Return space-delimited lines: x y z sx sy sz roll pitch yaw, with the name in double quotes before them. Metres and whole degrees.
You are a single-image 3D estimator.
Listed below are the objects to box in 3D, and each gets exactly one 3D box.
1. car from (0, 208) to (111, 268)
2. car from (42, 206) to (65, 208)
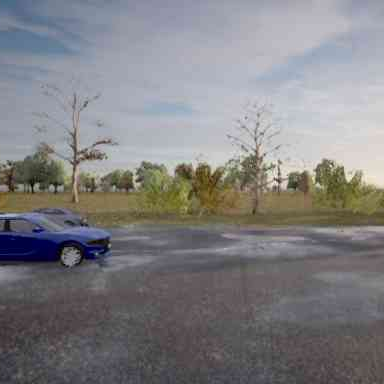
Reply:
"car" -5.108 1.416 10.455 5.008 1.535 1.882 0 0 -1
"car" -7.582 1.443 17.419 4.181 1.385 1.994 0 0 -1
